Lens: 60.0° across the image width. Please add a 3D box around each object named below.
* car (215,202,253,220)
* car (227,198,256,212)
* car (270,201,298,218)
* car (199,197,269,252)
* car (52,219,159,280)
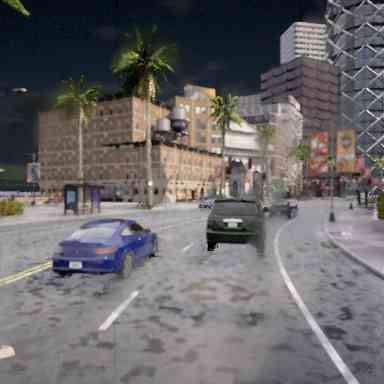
[{"bbox_3d":[3.804,1.636,29.363,1.895,1.301,4.718,0,0,26],"label":"car"},{"bbox_3d":[6.224,1.532,41.537,1.882,1.535,5.008,0,0,30],"label":"car"},{"bbox_3d":[8.651,1.569,31.061,1.837,1.490,4.892,0,0,28],"label":"car"},{"bbox_3d":[2.033,1.241,14.203,2.150,2.045,5.566,0,0,13],"label":"car"},{"bbox_3d":[-2.323,1.517,9.933,1.812,1.442,4.674,0,0,9],"label":"car"}]
